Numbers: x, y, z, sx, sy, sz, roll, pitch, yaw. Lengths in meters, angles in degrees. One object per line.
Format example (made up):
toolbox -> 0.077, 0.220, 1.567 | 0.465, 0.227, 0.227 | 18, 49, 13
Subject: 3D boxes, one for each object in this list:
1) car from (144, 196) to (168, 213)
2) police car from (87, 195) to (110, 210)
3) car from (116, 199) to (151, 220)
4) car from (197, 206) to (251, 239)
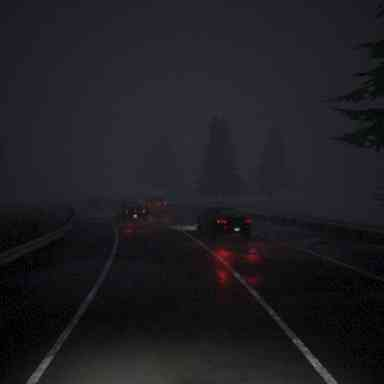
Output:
car -> -4.079, 1.180, 33.680 | 2.097, 1.767, 4.553 | 0, 0, -24
police car -> -11.394, 1.239, 40.287 | 1.930, 1.638, 5.238 | 0, 0, -29
car -> -4.915, 1.470, 26.588 | 1.895, 1.301, 4.718 | 0, 0, -19
car -> 1.501, 1.429, 16.762 | 1.812, 1.442, 4.674 | 0, 0, -11
